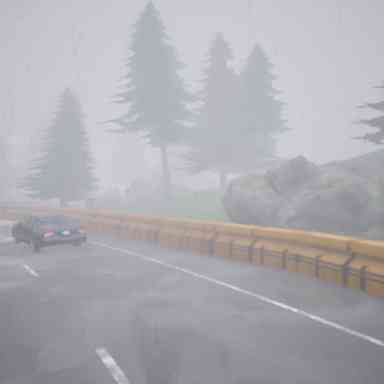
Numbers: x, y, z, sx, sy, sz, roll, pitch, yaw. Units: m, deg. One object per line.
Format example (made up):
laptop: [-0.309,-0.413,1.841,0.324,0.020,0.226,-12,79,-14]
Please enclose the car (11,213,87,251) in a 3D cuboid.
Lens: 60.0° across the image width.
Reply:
car: [-6.435,1.632,14.667,2.033,1.411,5.357,-1,0,-40]
